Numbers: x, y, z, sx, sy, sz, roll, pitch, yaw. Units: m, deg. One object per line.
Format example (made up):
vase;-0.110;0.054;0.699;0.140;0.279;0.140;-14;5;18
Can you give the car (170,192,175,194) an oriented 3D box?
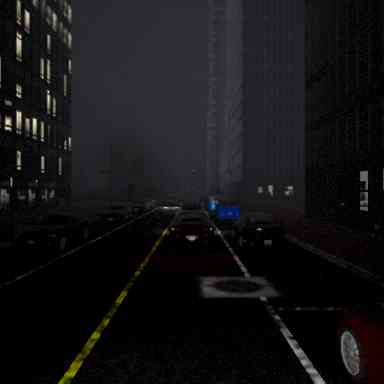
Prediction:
car;-5.687;1.256;80.583;1.887;1.381;4.507;0;0;0

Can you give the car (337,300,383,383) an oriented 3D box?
car;2.690;1.579;2.577;1.802;1.307;4.206;0;0;0

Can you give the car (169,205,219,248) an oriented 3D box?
car;0.000;1.521;14.649;1.812;1.442;4.674;0;0;0

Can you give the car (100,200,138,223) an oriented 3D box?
car;-5.689;1.524;25.383;1.947;1.339;4.313;0;0;0

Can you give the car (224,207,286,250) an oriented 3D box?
car;2.691;1.539;13.978;2.008;1.369;4.403;0;0;0

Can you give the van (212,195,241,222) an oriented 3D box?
van;2.693;1.300;25.383;1.690;1.788;3.998;0;0;0

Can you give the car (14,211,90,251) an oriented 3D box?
car;-5.690;1.533;13.978;1.887;1.381;4.507;0;0;0

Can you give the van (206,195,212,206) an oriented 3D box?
van;2.775;1.251;36.779;1.690;1.788;3.998;0;0;0

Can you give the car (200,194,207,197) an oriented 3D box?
car;2.694;1.177;74.905;1.967;1.590;4.097;0;0;0

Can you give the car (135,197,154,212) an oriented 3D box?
car;-5.768;1.475;36.779;1.947;1.339;4.313;0;0;0

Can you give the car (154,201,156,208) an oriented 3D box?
car;-5.817;1.402;44.013;1.752;1.417;4.829;0;0;0

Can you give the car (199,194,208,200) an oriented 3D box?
car;2.693;1.277;80.586;1.947;1.339;4.313;0;0;0

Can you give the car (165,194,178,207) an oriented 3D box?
car;-3.000;1.455;49.647;2.033;1.411;5.357;0;0;0

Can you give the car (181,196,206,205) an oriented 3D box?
car;0.000;1.427;29.646;1.882;1.535;5.008;0;0;0
